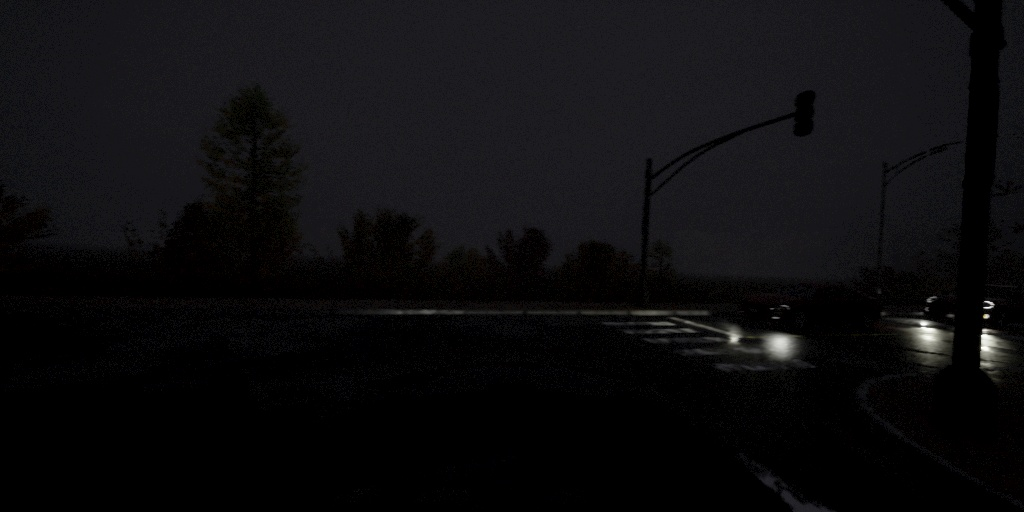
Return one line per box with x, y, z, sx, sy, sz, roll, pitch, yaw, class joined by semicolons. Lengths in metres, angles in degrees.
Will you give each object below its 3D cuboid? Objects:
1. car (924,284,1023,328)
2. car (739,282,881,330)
20.507;2.015;15.518;4.553;1.767;2.097;3;1;-15;car
10.684;1.700;12.916;5.008;1.535;1.882;3;1;-15;car
